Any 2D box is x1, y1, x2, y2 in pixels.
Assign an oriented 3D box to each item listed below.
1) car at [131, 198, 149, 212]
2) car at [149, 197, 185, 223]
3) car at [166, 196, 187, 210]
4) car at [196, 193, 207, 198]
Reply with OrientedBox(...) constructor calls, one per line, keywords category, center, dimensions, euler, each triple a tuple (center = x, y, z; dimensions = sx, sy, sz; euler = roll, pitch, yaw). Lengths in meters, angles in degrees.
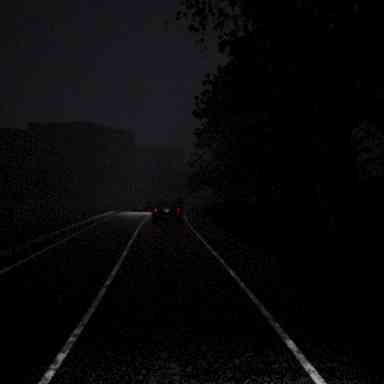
OrientedBox(category="car", center=(-5.604, 1.441, 38.010), dimensions=(1.812, 1.442, 4.674), euler=(0, 0, 2))
OrientedBox(category="car", center=(-1.869, 1.316, 25.045), dimensions=(2.097, 1.767, 4.553), euler=(-1, 0, -4))
OrientedBox(category="car", center=(-1.922, 1.377, 43.006), dimensions=(2.128, 1.511, 4.902), euler=(0, 0, 4))
OrientedBox(category="car", center=(2.136, 0.983, 77.994), dimensions=(1.837, 1.490, 4.892), euler=(2, 0, 20))
